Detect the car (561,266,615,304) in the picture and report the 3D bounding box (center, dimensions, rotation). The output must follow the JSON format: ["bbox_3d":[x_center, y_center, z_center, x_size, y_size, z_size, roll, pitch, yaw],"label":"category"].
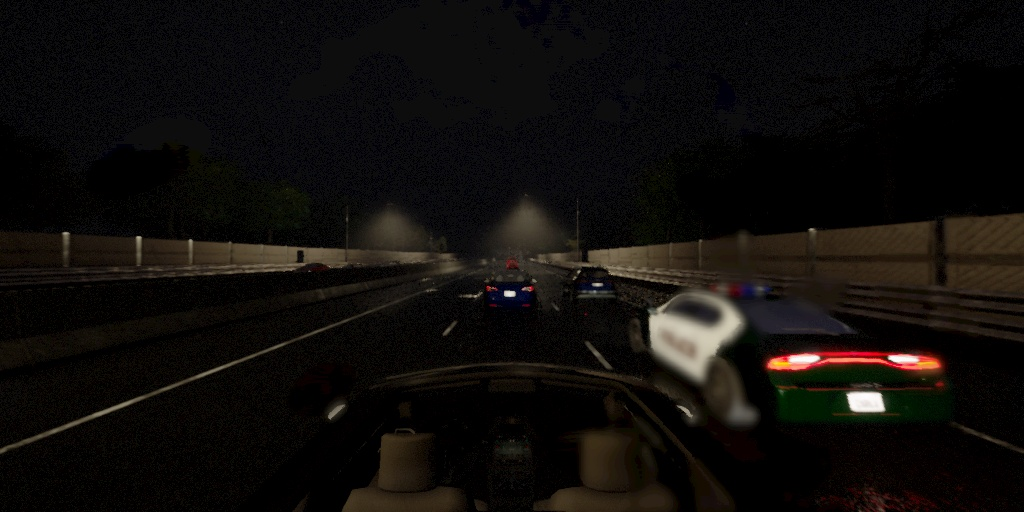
[{"bbox_3d":[3.504,1.258,16.960,2.033,1.649,4.856,0,0,0],"label":"car"}]

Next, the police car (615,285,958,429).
[{"bbox_3d":[3.501,1.276,5.958,2.038,1.542,4.974,0,0,0],"label":"police car"}]

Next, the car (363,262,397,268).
[{"bbox_3d":[-14.001,1.451,39.411,2.128,1.511,4.902,0,0,0],"label":"car"}]

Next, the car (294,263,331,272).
[{"bbox_3d":[-21.015,1.476,38.000,1.812,1.442,4.674,0,-1,1],"label":"car"}]

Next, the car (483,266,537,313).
[{"bbox_3d":[-0.060,1.316,14.307,2.163,1.488,4.792,0,0,0],"label":"car"}]

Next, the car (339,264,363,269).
[{"bbox_3d":[-17.499,1.560,39.562,1.895,1.301,4.718,0,0,0],"label":"car"}]

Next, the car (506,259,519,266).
[{"bbox_3d":[0.099,1.560,52.734,1.812,1.442,4.674,0,0,0],"label":"car"}]
